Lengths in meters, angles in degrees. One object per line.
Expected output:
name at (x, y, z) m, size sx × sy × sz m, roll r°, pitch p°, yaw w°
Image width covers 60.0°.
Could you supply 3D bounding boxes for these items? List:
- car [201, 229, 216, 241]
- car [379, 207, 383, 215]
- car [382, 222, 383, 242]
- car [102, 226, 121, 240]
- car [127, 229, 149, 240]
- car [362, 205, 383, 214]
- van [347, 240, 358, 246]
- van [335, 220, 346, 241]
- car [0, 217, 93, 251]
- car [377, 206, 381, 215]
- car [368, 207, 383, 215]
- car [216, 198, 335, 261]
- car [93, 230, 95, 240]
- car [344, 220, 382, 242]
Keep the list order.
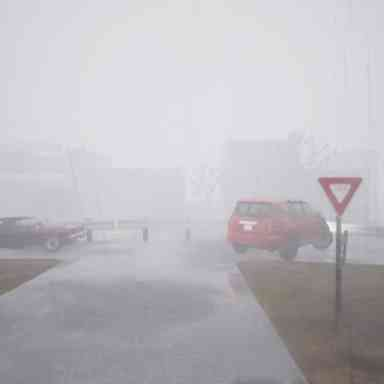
car at (2.685, 4.391, 37.398) m, size 2.185 × 1.767 × 4.553 m, roll 0°, pitch 0°, yaw -18°
car at (41.001, 4.197, 66.972) m, size 5.008 × 1.535 × 2.097 m, roll -1°, pitch 1°, yaw -17°
car at (20.454, 4.263, 36.824) m, size 2.435 × 2.045 × 5.566 m, roll 0°, pitch 0°, yaw -18°
car at (-9.203, 4.513, 37.886) m, size 1.946 × 1.575 × 5.366 m, roll 0°, pitch 0°, yaw -18°
car at (-6.164, 4.546, 37.603) m, size 2.163 × 1.488 × 4.792 m, roll 0°, pitch 0°, yaw -18°
car at (41.533, 3.981, 75.974) m, size 4.553 × 1.767 × 2.185 m, roll -1°, pitch 1°, yaw -17°
van at (10.747, 4.470, 20.066) m, size 1.878 × 1.987 × 4.442 m, roll 0°, pitch 1°, yaw -18°
van at (14.484, 4.291, 37.132) m, size 1.878 × 1.987 × 4.442 m, roll 0°, pitch 0°, yaw -18°
car at (-6.850, 1.683, 13.678) m, size 4.718 × 1.301 × 1.895 m, roll -2°, pitch 1°, yaw 2°
car at (41.128, 4.042, 69.971) m, size 4.553 × 1.767 × 2.185 m, roll -1°, pitch 0°, yaw -17°
car at (41.330, 4.177, 72.974) m, size 4.674 × 1.452 × 2.002 m, roll -1°, pitch 0°, yaw -17°
car at (3.512, 1.271, 12.945) m, size 2.150 × 2.045 × 5.566 m, roll 2°, pitch 1°, yaw 39°
car at (-12.091, 4.515, 37.800) m, size 2.097 × 1.535 × 5.008 m, roll 0°, pitch 0°, yaw -18°
car at (17.496, 4.264, 36.912) m, size 2.435 × 2.045 × 5.566 m, roll 0°, pitch 0°, yaw -18°
